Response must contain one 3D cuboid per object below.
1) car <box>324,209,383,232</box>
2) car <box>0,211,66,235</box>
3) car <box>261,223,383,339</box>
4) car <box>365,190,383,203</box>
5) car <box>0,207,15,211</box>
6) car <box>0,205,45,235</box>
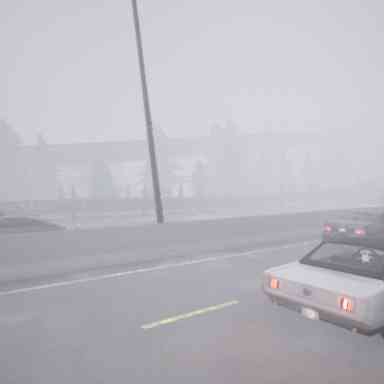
[{"bbox_3d":[7.414,1.381,13.327,5.357,1.411,2.033,-1,0,-35],"label":"car"},{"bbox_3d":[-6.780,1.548,12.050,4.181,1.385,1.994,-1,0,-35],"label":"car"},{"bbox_3d":[3.593,1.522,6.305,4.718,1.301,1.895,-1,0,-35],"label":"car"},{"bbox_3d":[24.073,0.526,42.585,4.902,1.511,2.128,-5,3,-35],"label":"car"},{"bbox_3d":[-9.148,1.537,14.662,5.357,1.411,2.033,-1,0,-35],"label":"car"},{"bbox_3d":[-10.912,1.533,17.702,5.357,1.411,2.033,-1,0,-35],"label":"car"}]
